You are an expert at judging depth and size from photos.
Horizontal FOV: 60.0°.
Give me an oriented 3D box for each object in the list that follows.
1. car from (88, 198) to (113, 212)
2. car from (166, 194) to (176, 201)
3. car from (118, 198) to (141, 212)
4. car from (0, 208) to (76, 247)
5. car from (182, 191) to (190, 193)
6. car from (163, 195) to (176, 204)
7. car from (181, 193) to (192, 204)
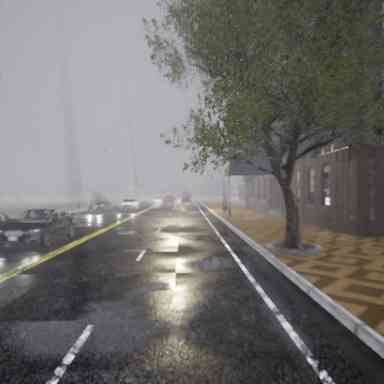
[{"bbox_3d":[-10.367,1.416,37.924,2.128,1.511,4.902,0,0,-1],"label":"car"},{"bbox_3d":[-4.426,1.229,70.563,1.994,1.385,4.181,0,0,-1],"label":"car"},{"bbox_3d":[-7.118,1.396,37.980,1.812,1.442,4.674,0,0,-1],"label":"car"},{"bbox_3d":[-6.809,1.502,15.048,2.128,1.511,4.902,0,0,-1],"label":"car"},{"bbox_3d":[-1.180,0.879,70.648,2.150,2.045,5.566,0,0,-1],"label":"car"},{"bbox_3d":[-4.247,1.365,60.146,2.128,1.511,4.902,0,0,-1],"label":"car"},{"bbox_3d":[-1.005,1.375,60.618,1.812,1.442,4.674,0,0,-1],"label":"car"}]
